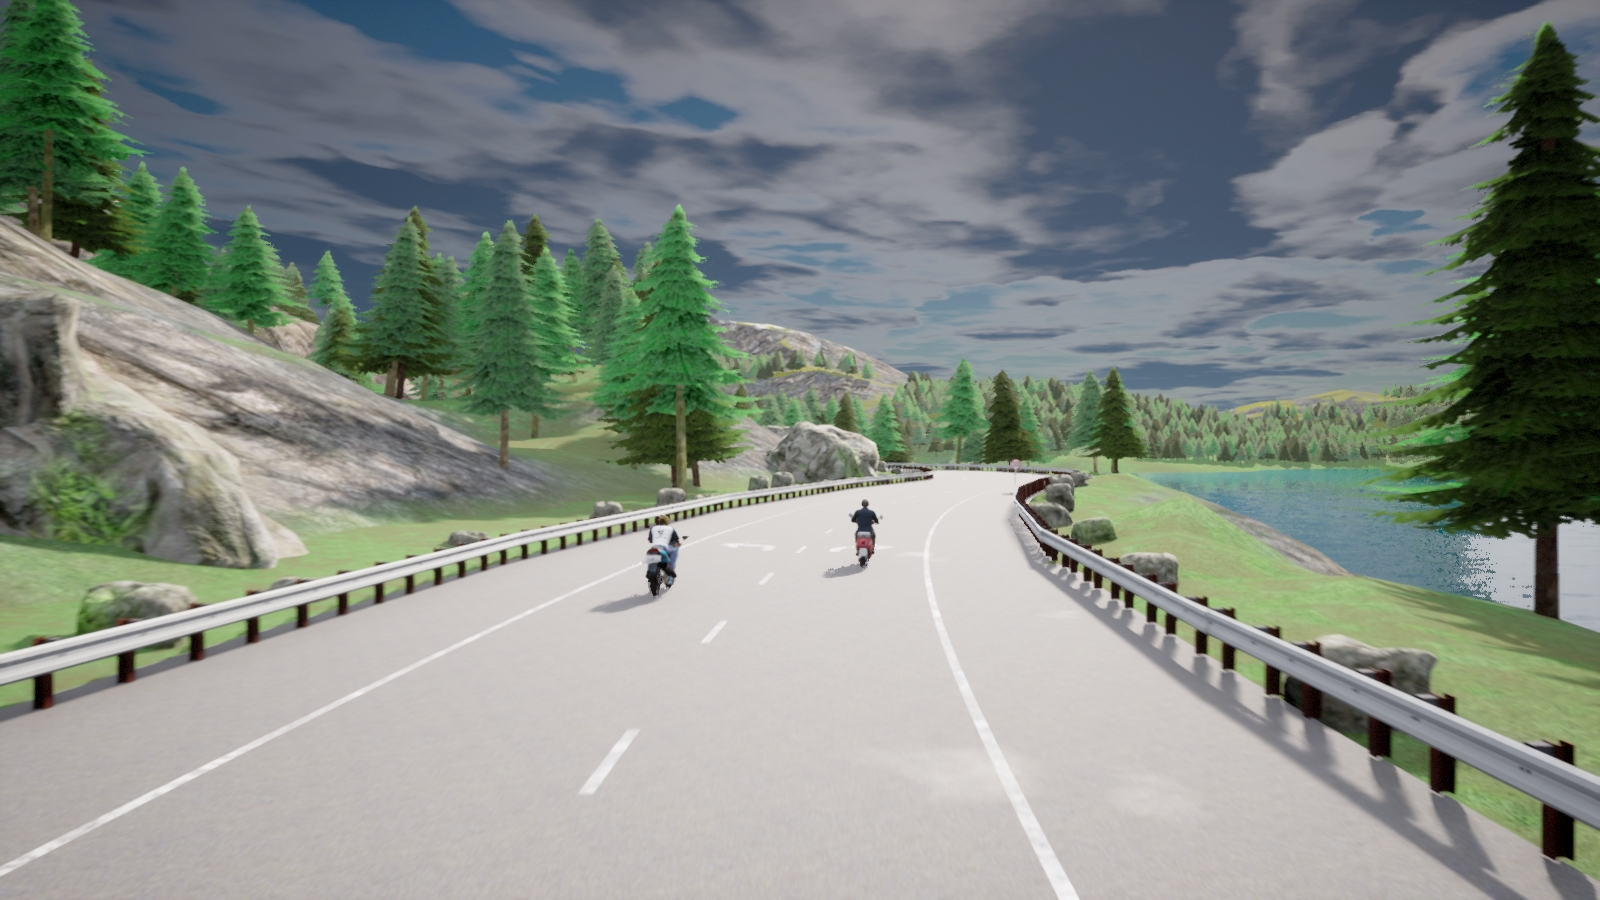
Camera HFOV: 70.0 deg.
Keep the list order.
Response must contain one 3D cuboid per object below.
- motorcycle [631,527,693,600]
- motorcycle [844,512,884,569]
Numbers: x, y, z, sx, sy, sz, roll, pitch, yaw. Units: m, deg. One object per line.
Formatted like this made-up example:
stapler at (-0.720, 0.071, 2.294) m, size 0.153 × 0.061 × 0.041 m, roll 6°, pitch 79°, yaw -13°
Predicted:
motorcycle at (-2.656, 2.176, 22.253) m, size 0.803 × 1.217 × 2.033 m, roll 0°, pitch 0°, yaw 5°
motorcycle at (1.572, 2.183, 27.847) m, size 0.856 × 1.236 × 1.805 m, roll 1°, pitch 0°, yaw 6°
